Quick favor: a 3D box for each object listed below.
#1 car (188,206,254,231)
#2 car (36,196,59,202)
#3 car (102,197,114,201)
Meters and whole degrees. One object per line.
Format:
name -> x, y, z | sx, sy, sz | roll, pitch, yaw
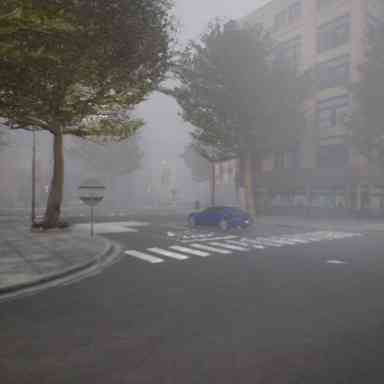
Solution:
car -> 1.774, 1.637, 21.900 | 1.882, 1.535, 5.008 | 1, 0, -39
car -> -35.435, 1.672, 81.662 | 4.718, 1.301, 1.895 | 1, 0, -36
car -> -21.498, 1.662, 82.409 | 4.674, 1.452, 2.002 | 1, 0, -36
